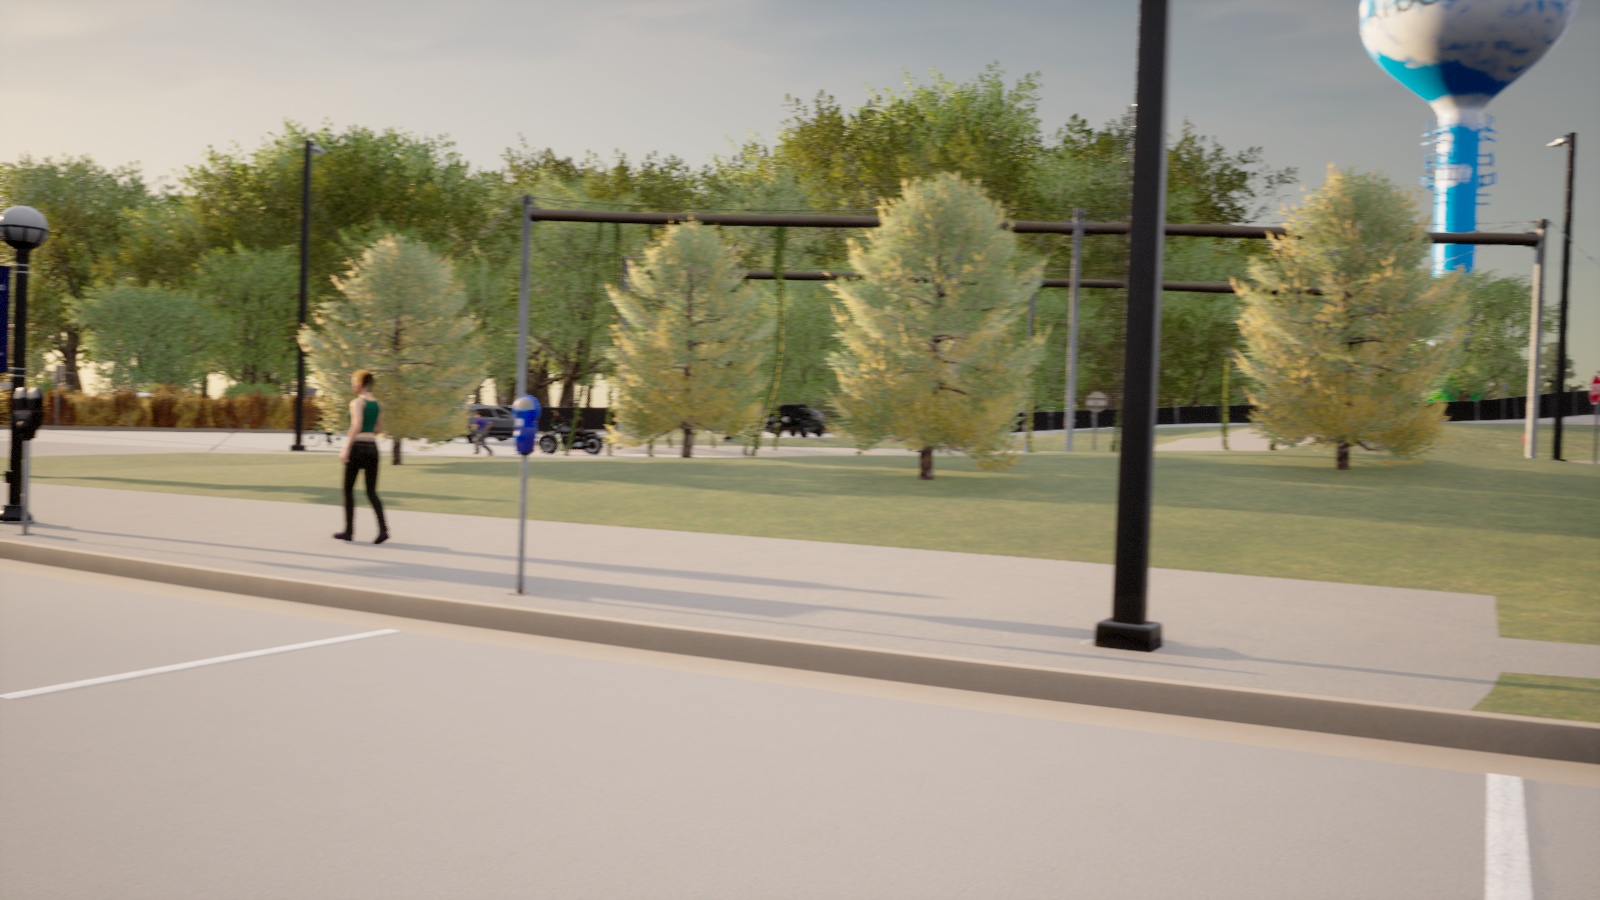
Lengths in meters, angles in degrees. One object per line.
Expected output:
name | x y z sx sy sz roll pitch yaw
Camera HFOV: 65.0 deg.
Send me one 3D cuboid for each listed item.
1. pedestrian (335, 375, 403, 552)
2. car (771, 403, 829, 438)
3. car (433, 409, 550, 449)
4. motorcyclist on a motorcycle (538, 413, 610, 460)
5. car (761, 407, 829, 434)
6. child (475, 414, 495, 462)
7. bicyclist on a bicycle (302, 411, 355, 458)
pedestrian | -4.556 0.132 13.260 0.594 1.836 0.345 2 1 29
car | 0.050 -1.644 69.957 1.905 1.878 3.866 0 2 22
car | -13.615 -0.982 55.600 2.242 1.667 4.611 1 3 40
motorcyclist on a motorcycle | -7.967 -0.469 44.271 2.350 1.649 0.766 0 1 7
car | -0.280 -1.869 78.811 3.988 1.617 1.851 0 2 10
child | -8.431 -0.330 33.628 0.437 1.263 0.270 1 1 5
bicyclist on a bicycle | -16.892 -0.567 44.970 1.656 1.620 0.582 1 1 2
